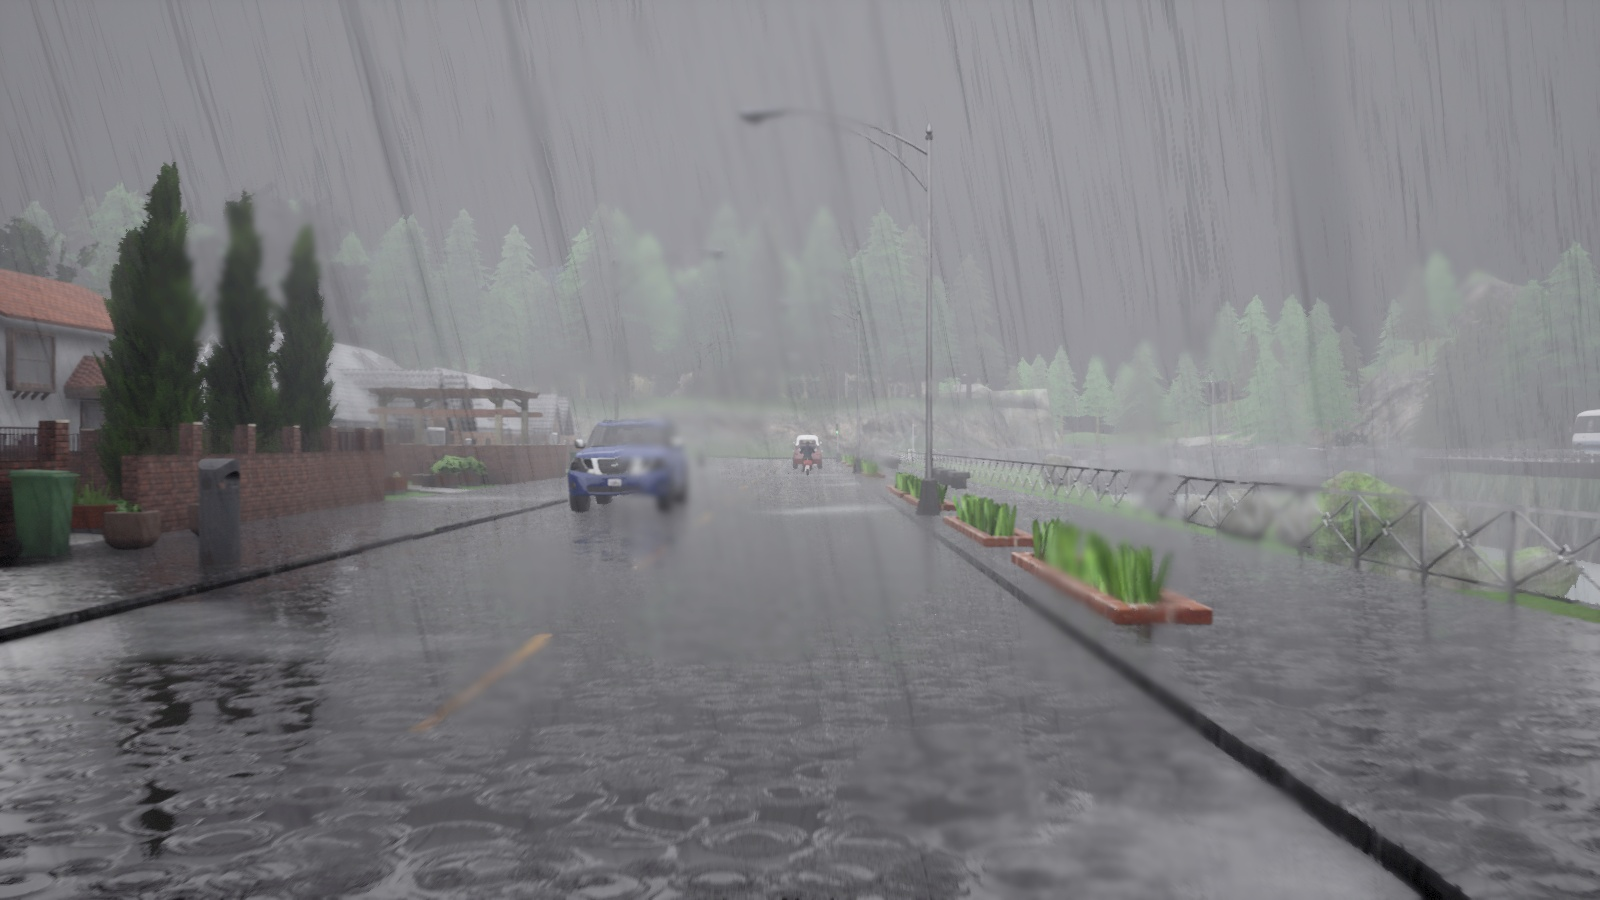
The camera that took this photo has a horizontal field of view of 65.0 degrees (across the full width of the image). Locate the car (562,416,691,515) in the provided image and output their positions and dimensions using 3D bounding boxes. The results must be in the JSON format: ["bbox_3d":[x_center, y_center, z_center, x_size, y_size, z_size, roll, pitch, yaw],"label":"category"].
[{"bbox_3d":[-3.820,0.301,28.695,2.150,2.045,5.566,0,0,0],"label":"car"}]

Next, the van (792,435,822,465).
[{"bbox_3d":[0.527,-0.030,88.836,2.069,2.038,4.480,0,0,0],"label":"van"}]

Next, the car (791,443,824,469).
[{"bbox_3d":[0.437,0.348,73.291,1.845,1.501,3.633,0,0,0],"label":"car"}]
